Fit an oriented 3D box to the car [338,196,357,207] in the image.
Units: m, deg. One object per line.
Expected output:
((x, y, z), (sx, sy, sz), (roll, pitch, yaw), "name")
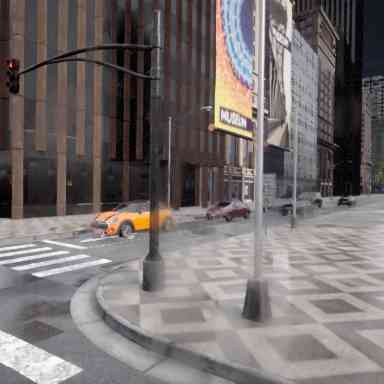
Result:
((21.967, 1.312, 47.053), (1.837, 1.490, 4.892), (1, 2, 35), "car")

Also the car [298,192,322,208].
((15.103, 1.004, 42.759), (2.150, 2.045, 5.566), (1, 1, 35), "car")

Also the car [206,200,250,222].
((2.897, 1.391, 25.616), (1.812, 1.442, 4.674), (1, 1, 36), "car")

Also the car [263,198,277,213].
((8.906, 1.372, 34.100), (2.033, 1.411, 5.357), (1, 1, 35), "car")

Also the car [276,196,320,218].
((9.463, 1.398, 29.355), (1.837, 1.490, 4.892), (1, 0, 35), "car")

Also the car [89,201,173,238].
((-3.043, 1.257, 17.261), (2.097, 1.767, 4.553), (1, 1, 36), "car")
